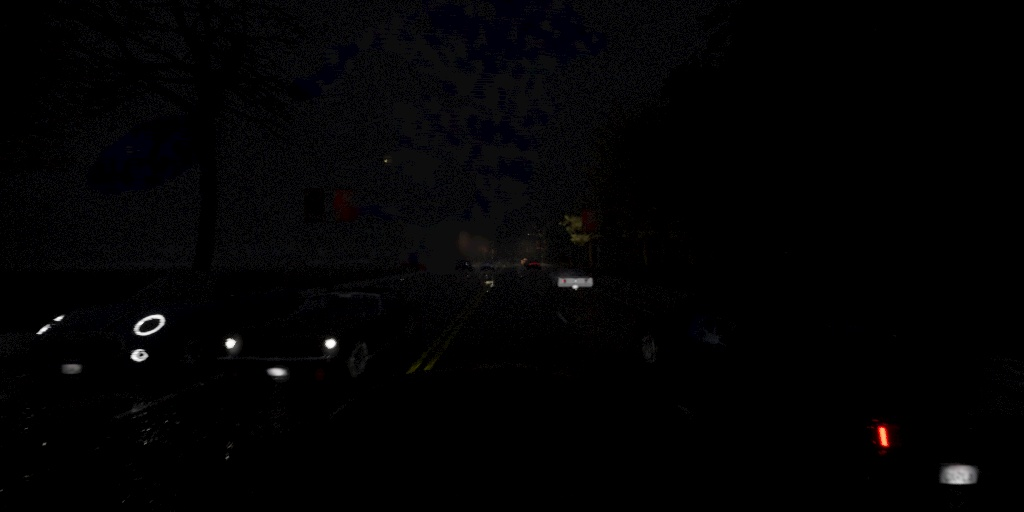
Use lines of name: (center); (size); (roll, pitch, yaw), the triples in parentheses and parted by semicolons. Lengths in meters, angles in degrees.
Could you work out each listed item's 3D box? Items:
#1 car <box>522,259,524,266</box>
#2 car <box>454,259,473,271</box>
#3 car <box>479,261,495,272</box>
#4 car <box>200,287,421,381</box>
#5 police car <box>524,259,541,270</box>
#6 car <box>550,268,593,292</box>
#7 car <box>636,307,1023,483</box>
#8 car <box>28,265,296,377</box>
car: (3.269, 1.450, 65.380); (1.994, 1.385, 4.181); (0, 0, 0)
car: (-6.561, 1.176, 49.199); (2.097, 1.767, 4.553); (0, 0, 0)
car: (-3.312, 1.348, 48.883); (1.812, 1.442, 4.674); (0, 0, 0)
car: (-3.349, 1.352, 7.332); (1.895, 1.301, 4.718); (0, 0, 0)
police car: (3.266, 1.348, 54.379); (2.038, 1.542, 4.974); (0, 0, 0)
car: (3.356, 1.359, 21.204); (1.895, 1.301, 4.718); (0, 0, 0)
car: (3.351, 1.351, 4.907); (1.895, 1.301, 4.718); (0, 0, 0)
car: (-6.598, 1.103, 7.623); (2.097, 1.767, 4.553); (0, 0, 0)
